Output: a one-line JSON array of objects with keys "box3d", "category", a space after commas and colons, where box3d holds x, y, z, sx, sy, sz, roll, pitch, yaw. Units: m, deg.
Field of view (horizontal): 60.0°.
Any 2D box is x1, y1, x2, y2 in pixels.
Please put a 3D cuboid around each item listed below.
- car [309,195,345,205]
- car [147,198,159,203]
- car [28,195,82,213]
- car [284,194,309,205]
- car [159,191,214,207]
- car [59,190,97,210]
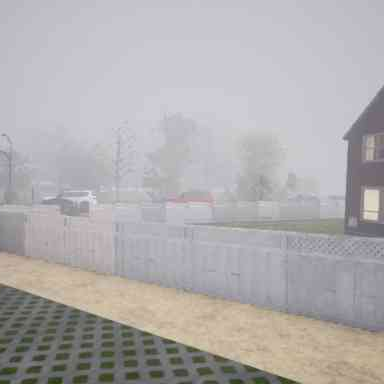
[{"box3d": [18.147, 1.113, 42.216, 5.357, 1.411, 2.033, 0, 2, -18], "category": "car"}, {"box3d": [-2.754, 1.045, 38.730, 5.008, 1.535, 1.882, 0, 2, -19], "category": "car"}, {"box3d": [-13.297, 1.289, 31.790, 4.674, 1.442, 1.812, 0, 2, -17], "category": "car"}, {"box3d": [14.574, 0.992, 44.471, 4.674, 1.442, 1.812, 0, 2, -18], "category": "car"}, {"box3d": [-0.358, 0.889, 36.098, 5.566, 2.045, 2.150, 0, 2, -18], "category": "car"}, {"box3d": [-13.001, 0.866, 35.295, 5.566, 2.045, 2.150, 0, 2, -18], "category": "car"}]
